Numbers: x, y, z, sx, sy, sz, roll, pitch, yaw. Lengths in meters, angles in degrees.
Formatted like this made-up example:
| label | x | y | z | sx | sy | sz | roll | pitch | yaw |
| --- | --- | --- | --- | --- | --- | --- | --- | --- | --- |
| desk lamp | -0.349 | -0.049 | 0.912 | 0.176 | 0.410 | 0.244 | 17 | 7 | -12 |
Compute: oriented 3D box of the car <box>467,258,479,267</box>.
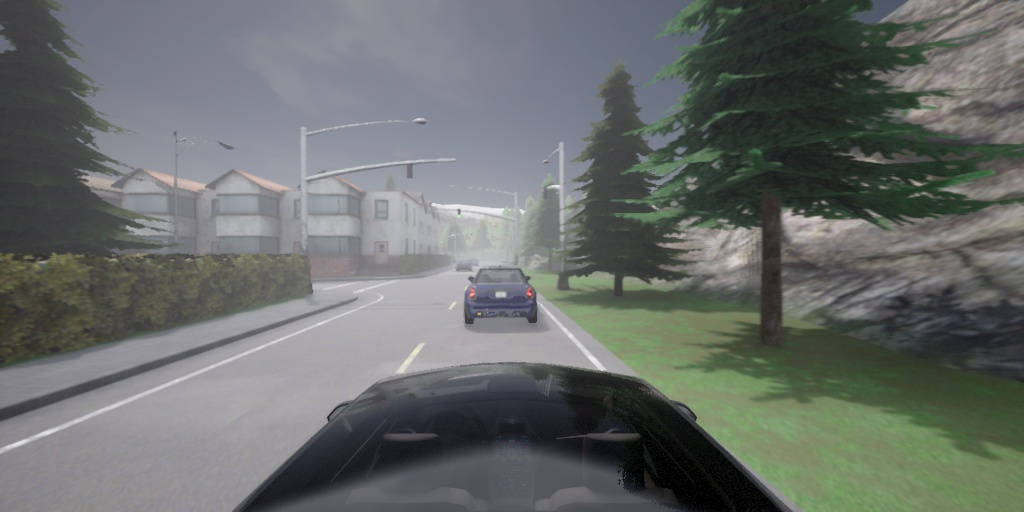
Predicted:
| label | x | y | z | sx | sy | sz | roll | pitch | yaw |
| --- | --- | --- | --- | --- | --- | --- | --- | --- | --- |
| car | -6.668 | 1.093 | 61.615 | 1.837 | 1.490 | 4.892 | 0 | 1 | -2 |

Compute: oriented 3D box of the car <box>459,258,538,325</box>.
| label | x | y | z | sx | sy | sz | roll | pitch | yaw |
| --- | --- | --- | --- | --- | --- | --- | --- | --- | --- |
| car | -0.403 | 1.070 | 11.918 | 2.097 | 1.767 | 4.553 | 0 | 0 | -3 |

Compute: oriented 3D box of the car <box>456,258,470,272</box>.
| label | x | y | z | sx | sy | sz | roll | pitch | yaw |
| --- | --- | --- | --- | --- | --- | --- | --- | --- | --- |
| car | -5.781 | 1.193 | 43.884 | 2.033 | 1.411 | 5.357 | 0 | 0 | -3 |
